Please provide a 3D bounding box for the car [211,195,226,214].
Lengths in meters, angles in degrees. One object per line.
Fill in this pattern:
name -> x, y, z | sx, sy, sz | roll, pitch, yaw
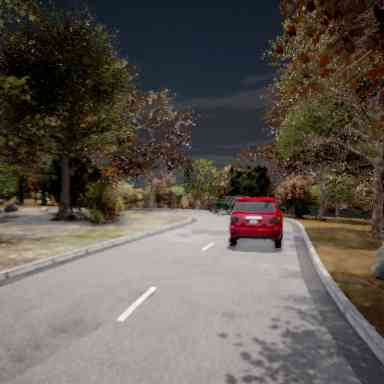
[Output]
car -> 4.075, 1.360, 34.550 | 2.150, 2.045, 5.566 | 2, -1, -26

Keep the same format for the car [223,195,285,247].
car -> 3.105, 1.264, 15.534 | 2.150, 2.045, 5.566 | 0, 0, 15
